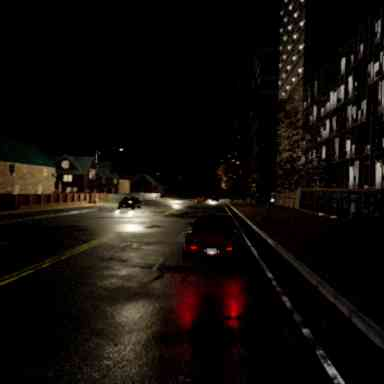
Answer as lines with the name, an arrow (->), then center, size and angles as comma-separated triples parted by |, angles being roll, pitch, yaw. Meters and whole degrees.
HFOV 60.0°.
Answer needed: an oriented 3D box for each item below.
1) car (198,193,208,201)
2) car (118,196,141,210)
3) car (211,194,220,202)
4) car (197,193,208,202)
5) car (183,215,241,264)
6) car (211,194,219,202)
car -> 2.966, 1.338, 88.066 | 2.150, 2.045, 5.566 | 2, 0, 4
car -> -7.129, 1.268, 38.373 | 1.837, 1.490, 4.892 | 2, 0, 4
car -> 6.591, 1.545, 93.234 | 2.150, 2.045, 5.566 | 2, 0, 4
car -> 2.208, 1.607, 77.642 | 1.882, 1.535, 5.008 | 2, 0, 4
car -> 0.733, 1.536, 11.853 | 1.812, 1.442, 4.674 | 2, 0, 4
car -> 5.923, 1.820, 84.063 | 1.994, 1.385, 4.181 | 2, 0, 4
